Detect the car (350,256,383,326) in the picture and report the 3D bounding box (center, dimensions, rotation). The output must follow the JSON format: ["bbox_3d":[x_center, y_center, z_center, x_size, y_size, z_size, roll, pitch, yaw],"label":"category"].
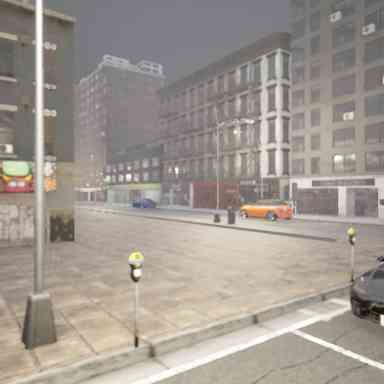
[{"bbox_3d":[4.739,1.576,6.195,4.313,1.339,1.947,0,0,-36],"label":"car"}]

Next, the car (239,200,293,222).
[{"bbox_3d":[6.035,1.421,27.715,2.097,1.767,4.553,0,0,-36],"label":"car"}]

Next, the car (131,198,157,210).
[{"bbox_3d":[-6.687,1.609,45.554,1.882,1.535,5.008,0,0,-35],"label":"car"}]
